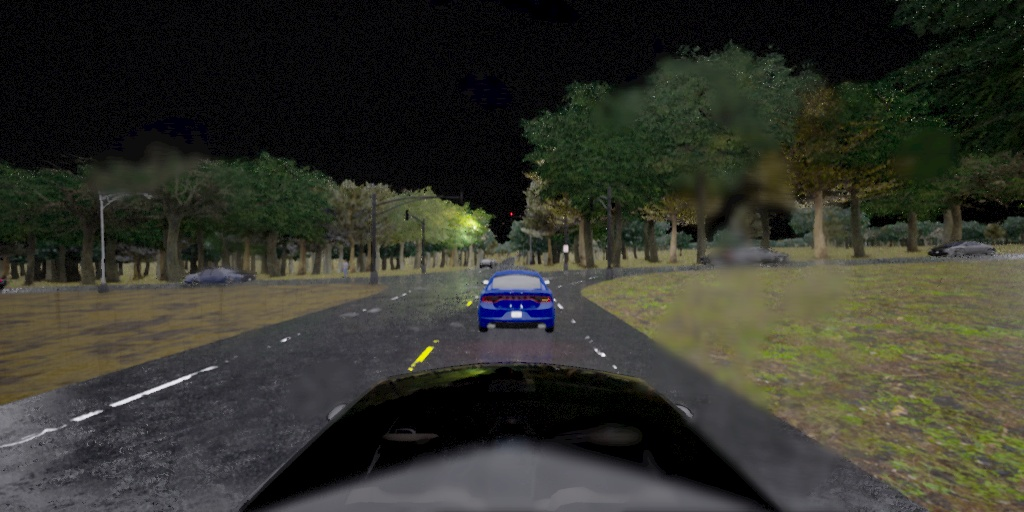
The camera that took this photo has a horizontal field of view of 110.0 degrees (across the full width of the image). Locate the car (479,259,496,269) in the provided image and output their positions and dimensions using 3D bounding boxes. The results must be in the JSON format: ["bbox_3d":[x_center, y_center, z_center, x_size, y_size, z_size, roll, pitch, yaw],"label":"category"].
[{"bbox_3d":[-3.928,1.178,54.767,1.882,1.535,5.008,0,0,-1],"label":"car"}]

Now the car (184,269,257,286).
[{"bbox_3d":[-25.361,1.837,31.259,5.357,1.411,2.033,-2,0,3],"label":"car"}]

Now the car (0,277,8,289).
[{"bbox_3d":[-49.320,2.667,32.381,4.718,1.301,1.895,-2,0,3],"label":"car"}]

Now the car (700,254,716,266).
[{"bbox_3d":[20.009,0.103,32.988,5.008,1.535,1.882,-3,0,2],"label":"car"}]

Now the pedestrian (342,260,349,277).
[{"bbox_3d":[-17.899,1.333,38.525,0.375,1.860,0.375,0,2,3],"label":"pedestrian"}]

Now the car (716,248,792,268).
[{"bbox_3d":[19.943,0.114,29.247,4.902,1.511,2.128,-2,0,2],"label":"car"}]

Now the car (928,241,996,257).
[{"bbox_3d":[40.192,-0.591,32.116,4.181,1.385,1.994,-2,0,3],"label":"car"}]

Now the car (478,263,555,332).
[{"bbox_3d":[0.132,1.148,10.581,1.882,1.535,5.008,0,1,1],"label":"car"}]
